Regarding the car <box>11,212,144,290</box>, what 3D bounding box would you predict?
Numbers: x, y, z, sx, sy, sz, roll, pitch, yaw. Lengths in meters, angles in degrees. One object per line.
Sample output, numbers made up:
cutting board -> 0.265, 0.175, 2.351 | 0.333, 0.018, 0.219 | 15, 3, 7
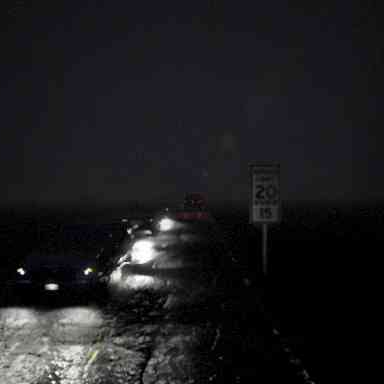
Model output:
car -> -2.846, 1.542, 9.415 | 2.033, 1.411, 5.357 | 0, 0, 0

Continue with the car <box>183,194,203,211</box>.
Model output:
car -> 0.094, 1.212, 39.734 | 2.150, 2.045, 5.566 | 0, 0, 0

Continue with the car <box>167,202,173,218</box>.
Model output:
car -> -2.843, 1.590, 30.575 | 1.895, 1.301, 4.718 | 0, 0, 0

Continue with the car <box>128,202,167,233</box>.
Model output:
car -> -2.848, 1.482, 19.460 | 2.128, 1.511, 4.902 | 0, 0, 0
